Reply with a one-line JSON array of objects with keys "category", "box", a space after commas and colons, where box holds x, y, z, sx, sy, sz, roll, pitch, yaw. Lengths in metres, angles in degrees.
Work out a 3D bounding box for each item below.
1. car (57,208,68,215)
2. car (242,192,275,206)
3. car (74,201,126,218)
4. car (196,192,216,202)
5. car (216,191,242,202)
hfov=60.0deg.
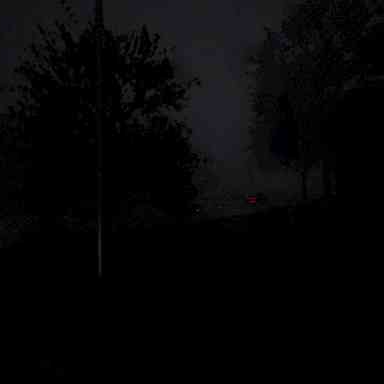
[{"category": "car", "box": [-11.374, 1.615, 33.228, 1.994, 1.385, 4.181, 0, 1, 39]}, {"category": "car", "box": [8.538, 0.809, 41.208, 1.837, 1.490, 4.892, 0, 3, 39]}, {"category": "car", "box": [-8.413, 1.525, 31.329, 1.837, 1.490, 4.892, 0, 1, 39]}, {"category": "car", "box": [2.546, 0.707, 50.638, 1.812, 1.442, 4.674, 0, 2, 39]}, {"category": "car", "box": [6.085, 0.601, 49.450, 1.837, 1.490, 4.892, 0, 2, 39]}]
